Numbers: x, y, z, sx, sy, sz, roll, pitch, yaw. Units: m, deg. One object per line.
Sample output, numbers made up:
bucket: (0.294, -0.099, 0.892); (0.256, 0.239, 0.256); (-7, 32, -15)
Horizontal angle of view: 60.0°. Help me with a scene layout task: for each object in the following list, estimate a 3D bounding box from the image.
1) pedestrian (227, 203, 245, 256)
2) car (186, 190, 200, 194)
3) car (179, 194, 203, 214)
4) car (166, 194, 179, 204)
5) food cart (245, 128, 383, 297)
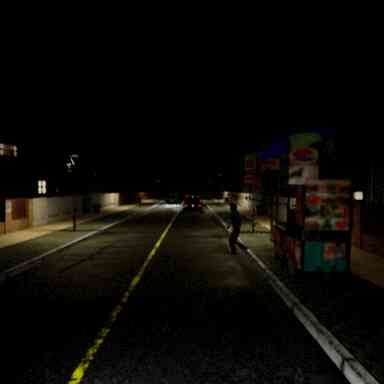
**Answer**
pedestrian: (1.439, 1.184, 11.039); (0.375, 1.860, 0.375); (-1, 2, -2)
car: (0.084, 0.783, 44.639); (2.150, 2.045, 5.566); (0, 0, 0)
car: (0.088, 1.241, 31.520); (2.033, 1.411, 5.357); (0, 1, 0)
car: (-2.838, 1.020, 49.067); (2.128, 1.511, 4.902); (0, 0, 0)
food cart: (3.048, 0.373, 9.399); (2.280, 3.560, 4.660); (1, 2, 0)
